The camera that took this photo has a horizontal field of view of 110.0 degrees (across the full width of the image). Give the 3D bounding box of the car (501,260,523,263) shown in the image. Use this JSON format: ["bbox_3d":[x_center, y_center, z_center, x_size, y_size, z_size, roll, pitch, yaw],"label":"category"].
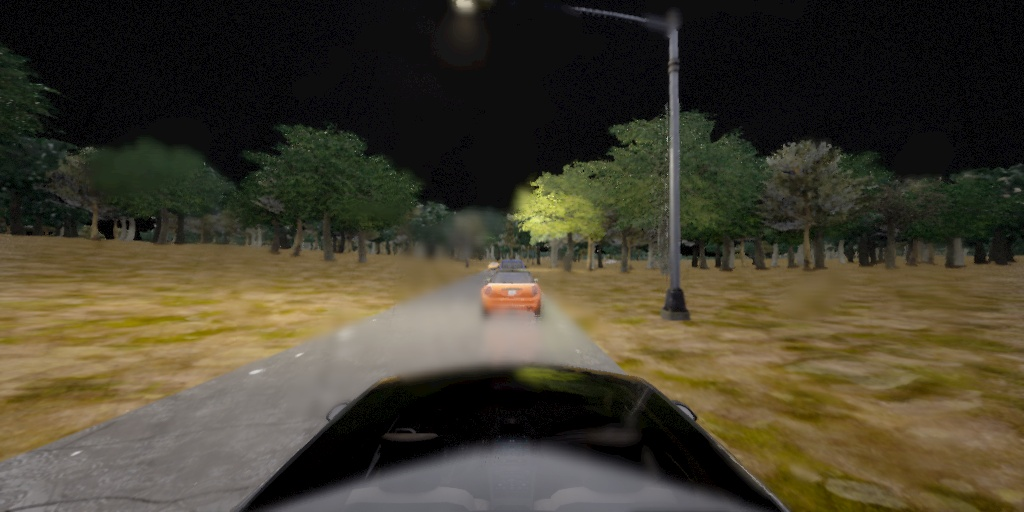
[{"bbox_3d":[0.028,1.331,27.995,2.150,2.045,5.566,0,-1,1],"label":"car"}]

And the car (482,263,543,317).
[{"bbox_3d":[0.042,1.270,14.089,2.097,1.767,4.553,0,-1,0],"label":"car"}]

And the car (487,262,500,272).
[{"bbox_3d":[-3.058,1.849,60.467,1.882,1.535,5.008,0,0,1],"label":"car"}]
